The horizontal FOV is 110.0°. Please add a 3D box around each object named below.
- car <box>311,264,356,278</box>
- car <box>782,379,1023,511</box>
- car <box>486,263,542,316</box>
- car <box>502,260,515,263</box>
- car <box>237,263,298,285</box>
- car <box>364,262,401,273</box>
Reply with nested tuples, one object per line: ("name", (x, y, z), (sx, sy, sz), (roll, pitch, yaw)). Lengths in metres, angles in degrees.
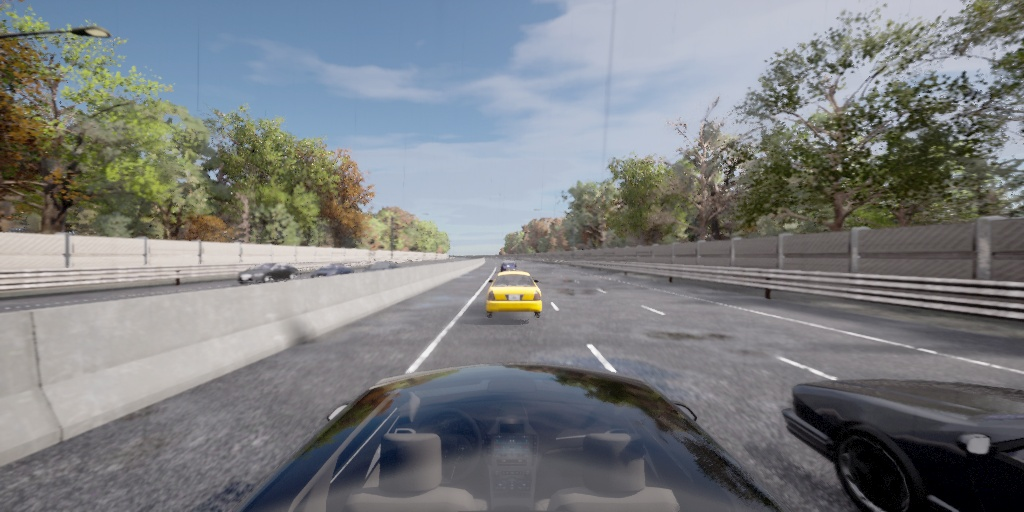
("car", (-14.326, 1.324, 28.944), (1.994, 1.385, 4.181), (0, 0, -1))
("car", (3.599, 1.297, 1.052), (2.033, 1.411, 5.357), (0, 0, 0))
("car", (0.049, 1.211, 13.239), (1.801, 1.575, 5.366), (0, 0, 0))
("car", (-0.439, 1.271, 44.410), (2.163, 1.488, 4.792), (0, 0, -1))
("car", (-17.789, 1.251, 26.332), (2.128, 1.511, 4.902), (0, 0, -1))
("car", (-10.848, 1.238, 30.291), (1.882, 1.535, 5.008), (0, 0, -1))
